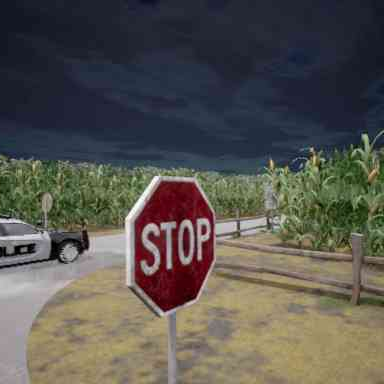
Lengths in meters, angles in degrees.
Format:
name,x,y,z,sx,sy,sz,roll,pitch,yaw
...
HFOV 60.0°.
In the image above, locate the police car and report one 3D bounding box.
name,x,y,z,sx,sy,sz,roll,pitch,yaw
police car,-5.513,1.448,9.860,1.930,1.638,5.238,-1,-1,37
